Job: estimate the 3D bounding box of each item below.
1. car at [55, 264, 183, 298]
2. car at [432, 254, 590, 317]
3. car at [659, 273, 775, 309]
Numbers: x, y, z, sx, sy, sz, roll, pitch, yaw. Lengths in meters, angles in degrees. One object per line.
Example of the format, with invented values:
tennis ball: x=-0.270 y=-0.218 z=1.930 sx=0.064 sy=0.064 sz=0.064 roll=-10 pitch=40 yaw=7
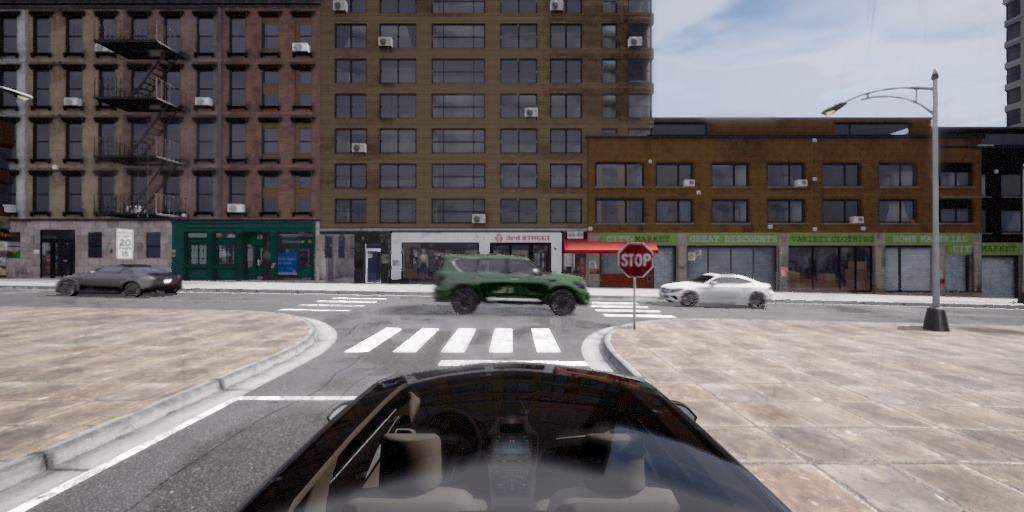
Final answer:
car: x=-17.360 y=1.056 z=15.989 sx=4.181 sy=1.385 sz=1.994 roll=1 pitch=0 yaw=0
car: x=-0.044 y=0.986 z=13.035 sx=5.566 sy=2.045 sz=2.150 roll=1 pitch=0 yaw=0
car: x=9.052 y=1.485 z=15.981 sx=4.674 sy=1.442 sz=1.812 roll=1 pitch=0 yaw=0
